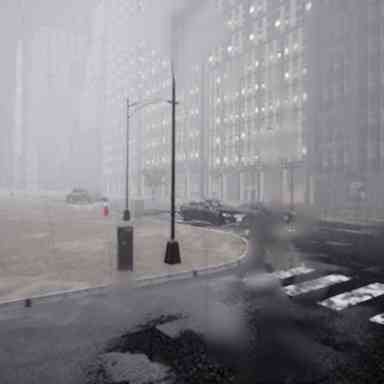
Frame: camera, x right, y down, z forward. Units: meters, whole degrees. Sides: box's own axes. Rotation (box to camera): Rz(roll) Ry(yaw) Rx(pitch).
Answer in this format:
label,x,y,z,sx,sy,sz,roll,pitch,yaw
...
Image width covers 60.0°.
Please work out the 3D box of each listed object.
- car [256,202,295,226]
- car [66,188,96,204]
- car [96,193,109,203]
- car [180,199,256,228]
label,x,y,z,sx,sy,sz,roll,pitch,yaw
car,4.372,1.304,21.050,1.994,1.385,4.181,1,1,-35
car,-14.569,0.472,42.660,2.150,2.045,5.566,1,0,-34
car,-13.424,0.781,46.733,2.033,1.411,5.357,1,1,-34
car,1.173,1.189,19.958,2.128,1.511,4.902,1,1,-35
